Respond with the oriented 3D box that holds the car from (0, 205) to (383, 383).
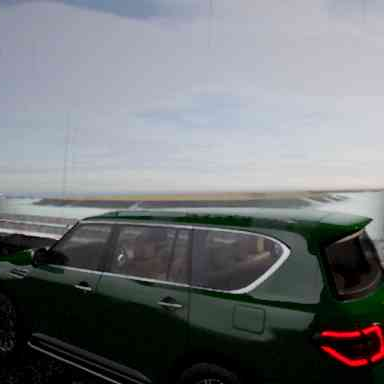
[{"bbox_3d":[-0.470,1.203,4.302,5.566,2.045,2.150,0,0,34],"label":"car"}]
